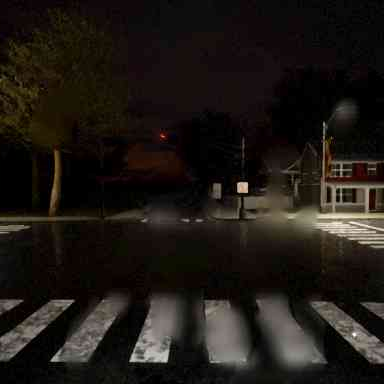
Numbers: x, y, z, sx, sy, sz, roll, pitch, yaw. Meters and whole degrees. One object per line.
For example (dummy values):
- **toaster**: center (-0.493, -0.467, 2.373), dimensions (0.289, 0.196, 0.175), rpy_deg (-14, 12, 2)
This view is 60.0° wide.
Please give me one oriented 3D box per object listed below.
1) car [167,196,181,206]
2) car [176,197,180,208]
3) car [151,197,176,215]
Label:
- **car**: center (-2.889, 1.484, 54.747), dimensions (2.033, 1.411, 5.357), rpy_deg (0, 0, 0)
- **car**: center (-2.933, 1.460, 44.119), dimensions (1.837, 1.490, 4.892), rpy_deg (0, 0, 0)
- **car**: center (-2.973, 1.447, 33.816), dimensions (1.882, 1.535, 5.008), rpy_deg (0, 0, 0)
